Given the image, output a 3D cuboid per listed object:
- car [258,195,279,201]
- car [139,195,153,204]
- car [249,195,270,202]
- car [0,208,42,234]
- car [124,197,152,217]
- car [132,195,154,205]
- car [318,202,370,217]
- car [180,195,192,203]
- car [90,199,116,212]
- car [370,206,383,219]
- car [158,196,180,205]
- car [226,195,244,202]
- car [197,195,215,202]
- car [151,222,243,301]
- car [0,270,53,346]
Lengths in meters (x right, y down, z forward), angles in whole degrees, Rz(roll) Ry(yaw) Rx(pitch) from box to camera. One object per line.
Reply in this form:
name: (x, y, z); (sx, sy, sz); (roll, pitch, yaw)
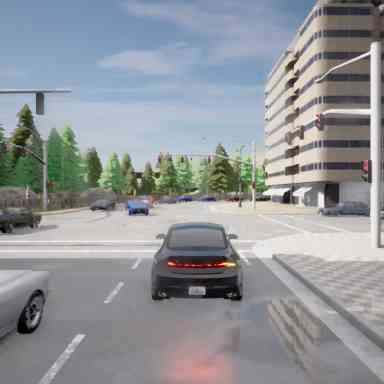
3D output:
car: (18.554, 1.500, 80.548); (4.892, 1.490, 1.837); (0, 0, -22)
car: (-6.750, 1.352, 45.332); (2.097, 1.767, 4.553); (0, 0, 2)
car: (15.227, 1.595, 74.763); (4.718, 1.301, 1.895); (0, 0, -33)
car: (-10.557, 1.609, 19.105); (1.895, 1.301, 4.718); (0, 0, 0)
car: (-5.546, 1.511, 32.697); (1.882, 1.535, 5.008); (0, 0, -17)
car: (-8.526, 1.353, 58.571); (2.097, 1.767, 4.553); (0, 0, 17)
car: (14.619, 1.603, 30.987); (5.357, 1.411, 2.033); (0, 0, 0)
car: (-1.858, 1.478, 72.755); (1.882, 1.535, 5.008); (0, 0, 34)
car: (-10.497, 1.547, 39.702); (2.033, 1.411, 5.357); (0, 0, 2)
car: (17.713, 1.581, 27.475); (4.674, 1.442, 1.812); (0, 0, 0)
car: (-4.436, 1.563, 60.042); (1.994, 1.385, 4.181); (0, 0, 20)
car: (9.753, 1.478, 75.037); (5.008, 1.535, 1.882); (0, 0, -41)
car: (3.143, 1.478, 73.407); (1.882, 1.535, 5.008); (0, 0, 38)
car: (0.121, 1.505, 8.324); (1.837, 1.490, 4.892); (0, 0, 1)
car: (-3.424, 1.601, 3.805); (1.895, 1.301, 4.718); (0, 0, 0)
